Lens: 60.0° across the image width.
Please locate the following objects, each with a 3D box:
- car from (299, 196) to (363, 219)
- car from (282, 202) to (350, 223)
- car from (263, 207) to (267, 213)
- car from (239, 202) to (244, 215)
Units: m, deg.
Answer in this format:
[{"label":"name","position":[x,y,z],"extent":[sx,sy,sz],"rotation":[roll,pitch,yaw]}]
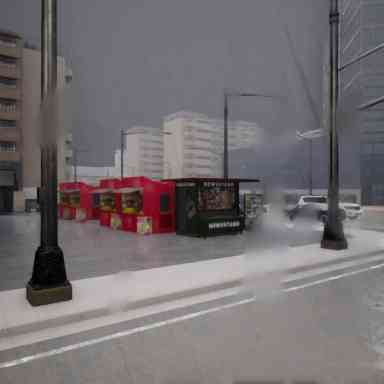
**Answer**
[{"label":"car","position":[12.005,1.337,29.426],"extent":[2.150,2.045,5.566],"rotation":[0,-1,-36]},{"label":"car","position":[9.676,1.705,26.696],"extent":[1.895,1.301,4.718],"rotation":[0,-1,-37]},{"label":"car","position":[5.984,1.787,37.717],"extent":[2.033,1.411,5.357],"rotation":[0,-1,-36]},{"label":"car","position":[3.994,1.767,34.494],"extent":[2.033,1.411,5.357],"rotation":[0,-1,-37]}]
